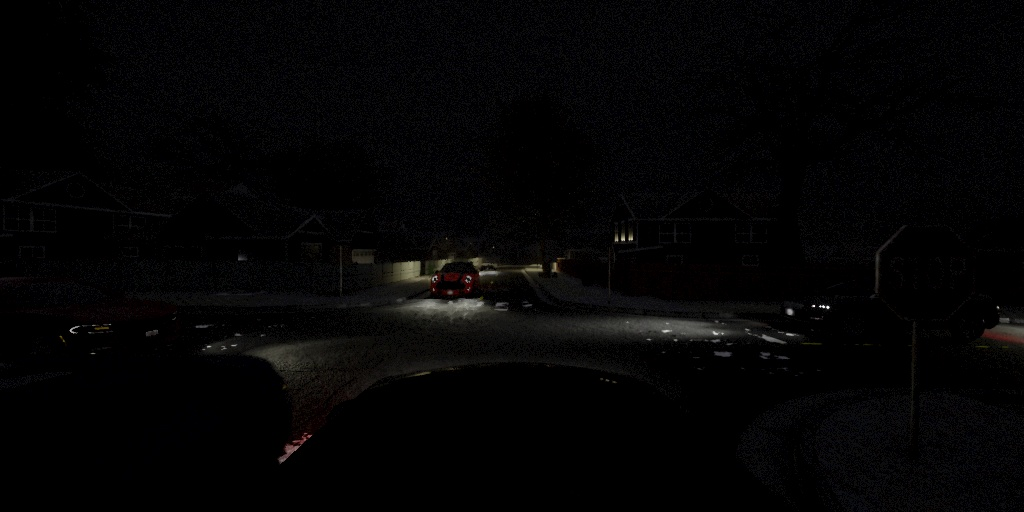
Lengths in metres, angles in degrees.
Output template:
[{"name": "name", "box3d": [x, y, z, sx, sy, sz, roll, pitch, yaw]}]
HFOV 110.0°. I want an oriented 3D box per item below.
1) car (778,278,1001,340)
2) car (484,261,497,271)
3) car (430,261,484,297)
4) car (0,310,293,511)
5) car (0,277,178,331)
[{"name": "car", "box3d": [10.313, 1.360, 10.040, 4.902, 1.511, 2.128, 1, 1, 2]}, {"name": "car", "box3d": [-3.041, 1.262, 47.260, 1.895, 1.301, 4.718, 0, 0, 1]}, {"name": "car", "box3d": [-2.831, 1.086, 18.652, 2.097, 1.767, 4.553, 0, 0, 0]}, {"name": "car", "box3d": [-2.741, 1.279, 1.219, 1.812, 1.442, 4.674, 0, 0, 0]}, {"name": "car", "box3d": [-9.264, 1.149, 6.922, 5.008, 1.535, 1.882, 1, 1, 4]}]
